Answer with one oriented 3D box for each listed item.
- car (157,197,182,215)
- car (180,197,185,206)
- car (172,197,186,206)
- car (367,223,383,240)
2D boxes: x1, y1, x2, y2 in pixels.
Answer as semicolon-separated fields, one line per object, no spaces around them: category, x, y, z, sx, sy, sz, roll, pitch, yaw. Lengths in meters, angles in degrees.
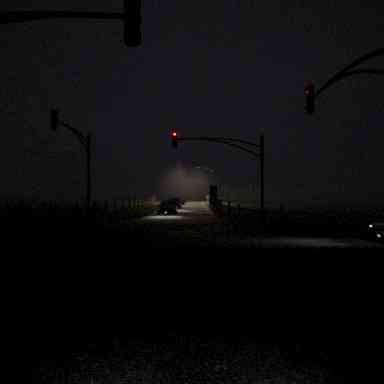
car;-2.465;1.553;34.216;2.033;1.411;5.357;0;0;0
car;-2.326;1.514;44.262;1.837;1.490;4.892;0;0;1
car;-2.149;1.562;57.098;2.033;1.411;5.357;0;0;1
car;11.257;1.845;16.267;4.718;1.301;1.895;1;0;-4
